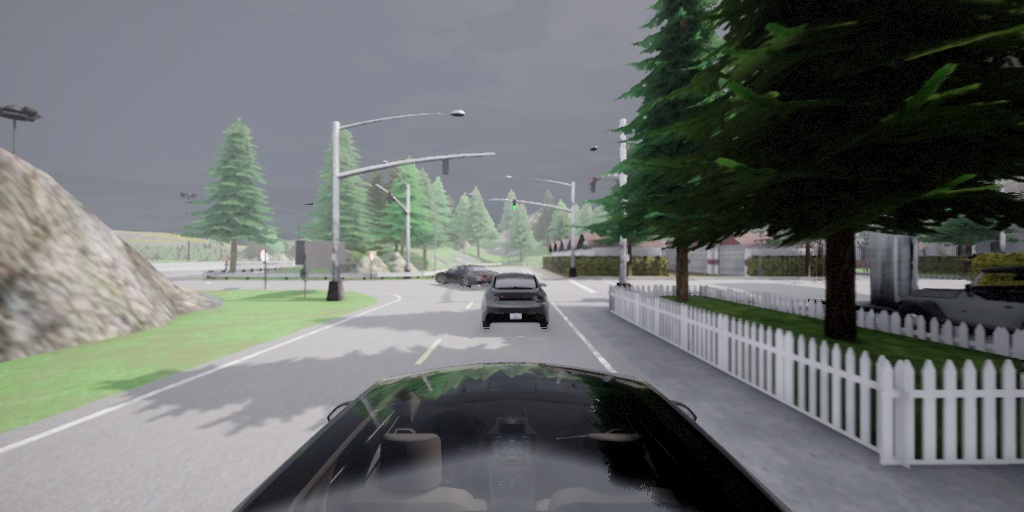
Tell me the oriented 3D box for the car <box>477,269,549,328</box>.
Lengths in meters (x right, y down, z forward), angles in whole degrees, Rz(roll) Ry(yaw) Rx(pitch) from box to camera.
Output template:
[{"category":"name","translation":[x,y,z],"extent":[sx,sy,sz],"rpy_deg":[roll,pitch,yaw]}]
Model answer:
[{"category":"car","translation":[0.080,1.286,11.486],"extent":[1.837,1.490,4.892],"rpy_deg":[0,0,0]}]

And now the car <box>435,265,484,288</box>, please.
[{"category":"car","translation":[-3.004,1.262,23.299],"extent":[2.033,1.411,5.357],"rpy_deg":[0,0,-40]}]
